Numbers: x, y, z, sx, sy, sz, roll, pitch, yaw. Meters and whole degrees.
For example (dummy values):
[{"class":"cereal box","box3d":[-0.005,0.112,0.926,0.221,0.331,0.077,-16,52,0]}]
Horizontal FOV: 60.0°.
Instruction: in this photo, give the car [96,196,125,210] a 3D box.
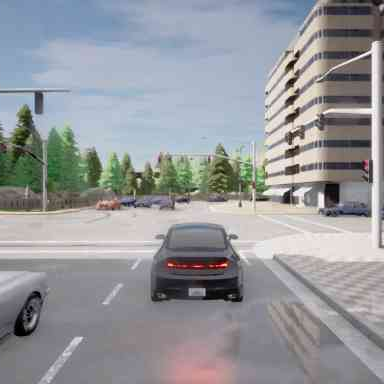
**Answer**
[{"class":"car","box3d":[-10.394,1.352,41.775,2.097,1.767,4.553,0,0,2]}]

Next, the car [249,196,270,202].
[{"class":"car","box3d":[15.203,1.595,74.682,4.718,1.301,1.895,0,0,-33]}]

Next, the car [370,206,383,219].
[{"class":"car","box3d":[17.705,1.581,27.395,4.674,1.442,1.812,0,0,0]}]

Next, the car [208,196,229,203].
[{"class":"car","box3d":[5.588,1.543,70.727,2.033,1.411,5.357,0,0,42]}]

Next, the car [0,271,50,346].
[{"class":"car","box3d":[-3.425,1.601,3.718,1.895,1.301,4.718,0,0,0]}]

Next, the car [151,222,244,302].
[{"class":"car","box3d":[0.118,1.505,8.238,1.837,1.490,4.892,0,0,1]}]

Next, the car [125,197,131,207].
[{"class":"car","box3d":[-9.861,1.478,50.986,1.882,1.535,5.008,0,0,7]}]

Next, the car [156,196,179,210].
[{"class":"car","box3d":[-3.181,1.547,43.491,2.033,1.411,5.357,0,0,-1]}]

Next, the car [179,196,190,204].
[{"class":"car","box3d":[-2.194,1.478,65.288,1.882,1.535,5.008,0,0,28]}]

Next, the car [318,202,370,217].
[{"class":"car","box3d":[14.609,1.603,30.905,5.357,1.411,2.033,0,0,0]}]

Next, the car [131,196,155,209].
[{"class":"car","box3d":[-6.737,1.564,45.999,1.994,1.385,4.181,0,0,0]}]

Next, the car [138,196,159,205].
[{"class":"car","box3d":[-7.818,1.505,60.705,1.837,1.490,4.892,0,0,19]}]
